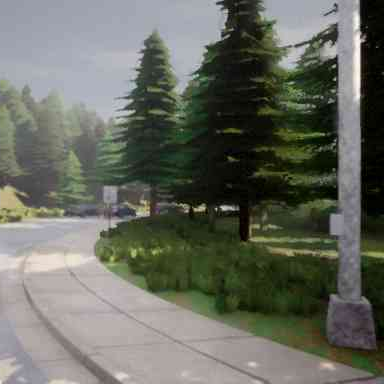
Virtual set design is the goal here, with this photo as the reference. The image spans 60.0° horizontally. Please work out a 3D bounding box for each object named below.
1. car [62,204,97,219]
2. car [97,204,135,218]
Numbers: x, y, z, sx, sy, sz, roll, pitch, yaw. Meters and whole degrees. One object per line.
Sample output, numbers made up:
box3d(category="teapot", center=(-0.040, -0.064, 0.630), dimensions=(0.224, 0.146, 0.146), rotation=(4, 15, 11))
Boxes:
box3d(category="car", center=(-11.421, 2.010, 35.528), dimensions=(2.033, 1.411, 5.357), rotation=(0, -1, 16))
box3d(category="car", center=(-7.579, 2.001, 34.921), dimensions=(1.812, 1.442, 4.674), rotation=(0, -1, 17))
